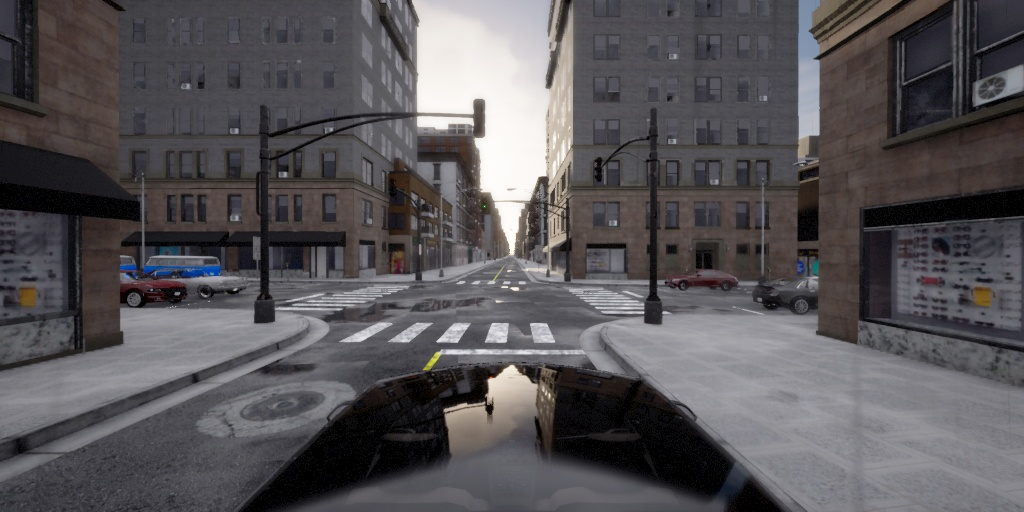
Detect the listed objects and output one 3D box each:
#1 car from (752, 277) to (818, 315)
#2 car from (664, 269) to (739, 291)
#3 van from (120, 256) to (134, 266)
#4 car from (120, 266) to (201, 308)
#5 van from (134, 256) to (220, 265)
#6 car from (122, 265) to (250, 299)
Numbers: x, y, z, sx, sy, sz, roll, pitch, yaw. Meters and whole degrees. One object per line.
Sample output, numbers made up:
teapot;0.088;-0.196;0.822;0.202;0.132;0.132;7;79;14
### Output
car;11.619;1.456;13.635;4.403;1.370;2.007;0;0;0
car;11.655;1.440;22.160;4.207;1.307;1.802;0;0;0
van;-26.091;0.831;22.441;3.998;1.789;1.690;0;0;0
car;-15.144;1.188;13.828;4.507;1.381;1.888;0;0;0
van;-20.600;0.883;22.401;3.998;1.789;1.690;0;0;0
car;-15.055;1.229;16.581;4.718;1.301;1.895;1;0;-2
